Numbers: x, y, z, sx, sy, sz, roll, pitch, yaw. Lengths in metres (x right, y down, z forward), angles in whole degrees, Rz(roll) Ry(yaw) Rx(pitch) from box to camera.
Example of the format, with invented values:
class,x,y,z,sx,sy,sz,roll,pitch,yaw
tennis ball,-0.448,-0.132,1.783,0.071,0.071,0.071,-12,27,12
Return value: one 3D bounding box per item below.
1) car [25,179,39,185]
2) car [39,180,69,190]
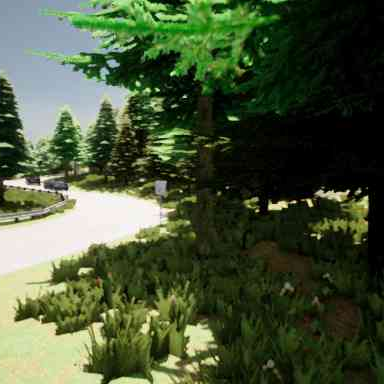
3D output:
class,x,y,z,sx,sy,sz,roll,pitch,yaw
car,-25.514,-1.901,53.400,1.837,1.490,4.892,0,5,-34
car,-18.884,-0.977,46.136,4.181,1.385,1.994,6,4,39
